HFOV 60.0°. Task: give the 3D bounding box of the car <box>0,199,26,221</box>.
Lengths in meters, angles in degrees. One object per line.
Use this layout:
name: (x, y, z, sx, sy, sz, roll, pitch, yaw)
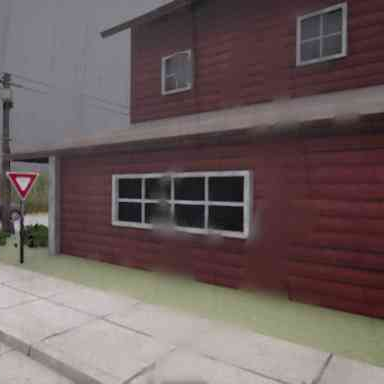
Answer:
car: (-14.098, 1.282, 22.966, 1.837, 1.490, 4.892, 1, 1, 36)
